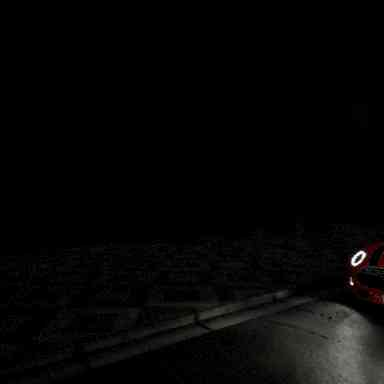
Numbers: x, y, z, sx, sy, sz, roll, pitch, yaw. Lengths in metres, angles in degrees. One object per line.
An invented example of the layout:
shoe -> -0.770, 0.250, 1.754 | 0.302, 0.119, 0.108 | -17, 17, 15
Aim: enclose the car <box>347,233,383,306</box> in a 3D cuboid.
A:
car -> 5.379, 1.354, 7.245 | 4.553, 1.767, 2.097 | 0, 0, -36
